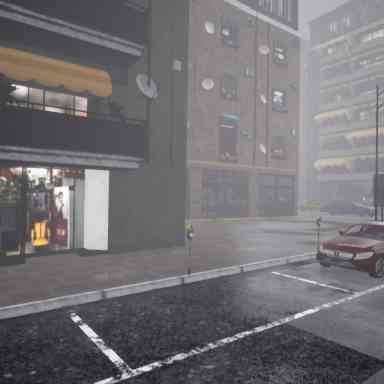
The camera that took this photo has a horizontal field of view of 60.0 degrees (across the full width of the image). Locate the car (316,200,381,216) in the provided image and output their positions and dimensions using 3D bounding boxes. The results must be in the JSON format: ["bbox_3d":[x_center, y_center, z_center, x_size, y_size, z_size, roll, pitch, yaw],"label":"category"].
[{"bbox_3d":[15.079,1.591,31.772,2.033,1.411,5.357,1,-1,-32],"label":"car"}]

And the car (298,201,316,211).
[{"bbox_3d":[15.268,1.707,40.744,1.752,1.417,4.829,1,-1,-36],"label":"car"}]

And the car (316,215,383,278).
[{"bbox_3d":[5.549,1.588,10.109,4.206,1.307,1.802,0,1,-36],"label":"car"}]
